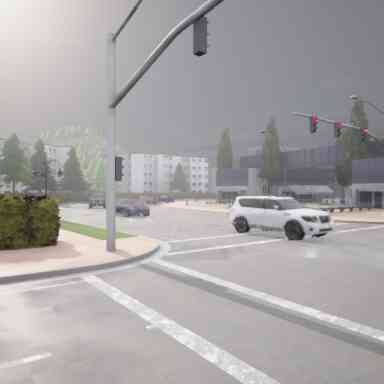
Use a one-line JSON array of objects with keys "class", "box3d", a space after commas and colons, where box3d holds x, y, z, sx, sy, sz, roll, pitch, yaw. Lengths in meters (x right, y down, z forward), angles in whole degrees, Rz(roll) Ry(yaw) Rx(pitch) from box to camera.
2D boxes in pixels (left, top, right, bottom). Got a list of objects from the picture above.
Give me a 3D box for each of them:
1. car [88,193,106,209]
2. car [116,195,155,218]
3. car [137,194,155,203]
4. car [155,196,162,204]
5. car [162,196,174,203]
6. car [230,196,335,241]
[{"class": "car", "box3d": [-12.903, 1.223, 45.480, 2.150, 2.045, 5.566, 0, 0, -15]}, {"class": "car", "box3d": [-5.607, 1.351, 30.523, 2.097, 1.767, 4.553, 0, 0, -34]}, {"class": "car", "box3d": [-9.314, 1.352, 68.077, 2.097, 1.767, 4.553, 0, 0, 15]}, {"class": "car", "box3d": [-7.213, 1.547, 59.082, 2.033, 1.411, 5.357, 0, 0, 3]}, {"class": "car", "box3d": [-5.299, 1.478, 69.547, 1.882, 1.535, 5.008, 0, 0, 20]}, {"class": "car", "box3d": [4.398, 1.222, 17.216, 2.150, 2.045, 5.566, 0, 0, -38]}]
